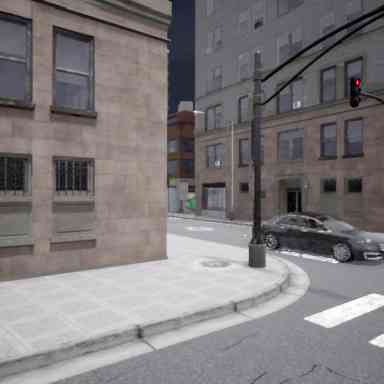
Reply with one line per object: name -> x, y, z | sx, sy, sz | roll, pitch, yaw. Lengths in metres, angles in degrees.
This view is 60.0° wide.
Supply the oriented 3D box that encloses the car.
car -> 4.606, 1.556, 12.206 | 1.837, 1.490, 4.892 | 0, 0, -35
